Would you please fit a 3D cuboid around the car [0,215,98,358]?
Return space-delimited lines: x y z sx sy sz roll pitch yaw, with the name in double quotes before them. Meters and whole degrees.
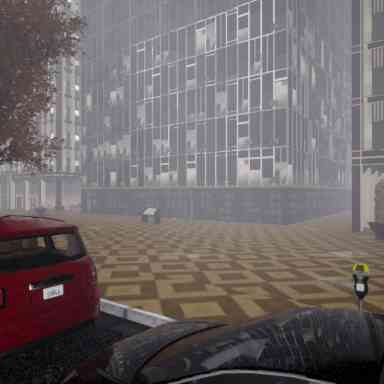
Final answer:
"car" -3.651 1.315 5.493 5.009 1.841 2.192 0 0 36

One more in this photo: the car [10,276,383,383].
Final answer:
"car" 0.840 1.566 2.278 4.313 1.339 1.947 0 0 36
